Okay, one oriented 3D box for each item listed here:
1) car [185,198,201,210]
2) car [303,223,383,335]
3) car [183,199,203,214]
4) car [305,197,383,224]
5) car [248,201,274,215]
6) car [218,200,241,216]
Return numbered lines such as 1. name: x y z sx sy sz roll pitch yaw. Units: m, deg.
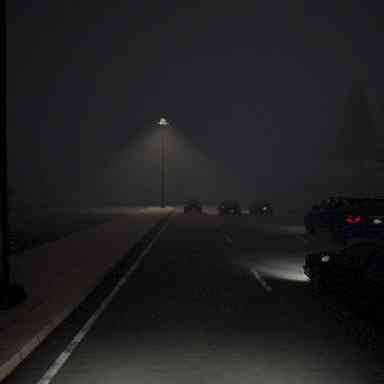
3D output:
1. car: 0.097 1.564 44.349 1.994 1.385 4.181 0 0 0
2. car: 3.600 1.547 5.610 2.033 1.411 5.357 0 0 0
3. car: 0.094 1.526 35.576 1.812 1.442 4.674 0 0 0
4. car: 7.101 1.221 15.412 2.150 2.045 5.566 0 0 0
5. car: 7.101 1.563 34.447 1.994 1.385 4.181 0 0 0
6. car: 3.599 1.526 32.179 1.812 1.442 4.674 0 0 0
